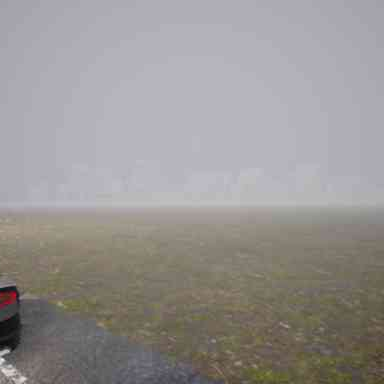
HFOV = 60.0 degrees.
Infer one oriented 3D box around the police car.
[{"bbox_3d":[-4.490,1.470,5.205,5.238,1.638,1.930,-1,1,42],"label":"police car"}]
